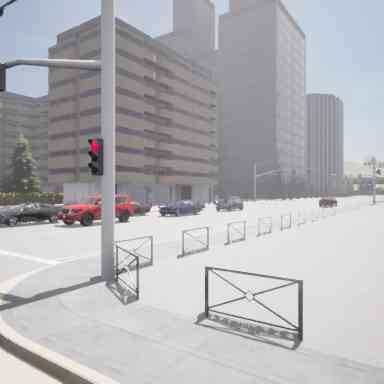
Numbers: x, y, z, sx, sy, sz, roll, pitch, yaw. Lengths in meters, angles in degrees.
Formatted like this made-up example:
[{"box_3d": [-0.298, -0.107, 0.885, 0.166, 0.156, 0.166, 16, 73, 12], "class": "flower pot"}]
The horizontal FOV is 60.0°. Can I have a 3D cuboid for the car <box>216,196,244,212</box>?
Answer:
[{"box_3d": [4.609, 1.526, 39.837, 1.812, 1.442, 4.674, 0, 0, 35], "class": "car"}]

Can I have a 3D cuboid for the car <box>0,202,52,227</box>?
[{"box_3d": [-11.281, 1.492, 22.970, 2.128, 1.511, 4.902, 0, 0, 35], "class": "car"}]

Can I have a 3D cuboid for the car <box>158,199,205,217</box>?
[{"box_3d": [-1.075, 1.601, 31.614, 1.895, 1.301, 4.718, 0, 0, 35], "class": "car"}]

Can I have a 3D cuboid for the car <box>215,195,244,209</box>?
[{"box_3d": [5.314, 1.352, 46.984, 2.097, 1.767, 4.553, 0, 0, 35], "class": "car"}]

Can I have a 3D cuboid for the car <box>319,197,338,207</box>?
[{"box_3d": [20.802, 1.478, 50.701, 1.882, 1.535, 5.008, 0, 0, 35], "class": "car"}]

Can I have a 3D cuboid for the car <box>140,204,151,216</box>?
[{"box_3d": [-6.022, 1.601, 30.602, 1.895, 1.301, 4.718, 0, 0, 35], "class": "car"}]

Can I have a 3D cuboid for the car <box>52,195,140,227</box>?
[{"box_3d": [-6.618, 1.221, 23.569, 2.150, 2.045, 5.566, 0, 0, 35], "class": "car"}]
